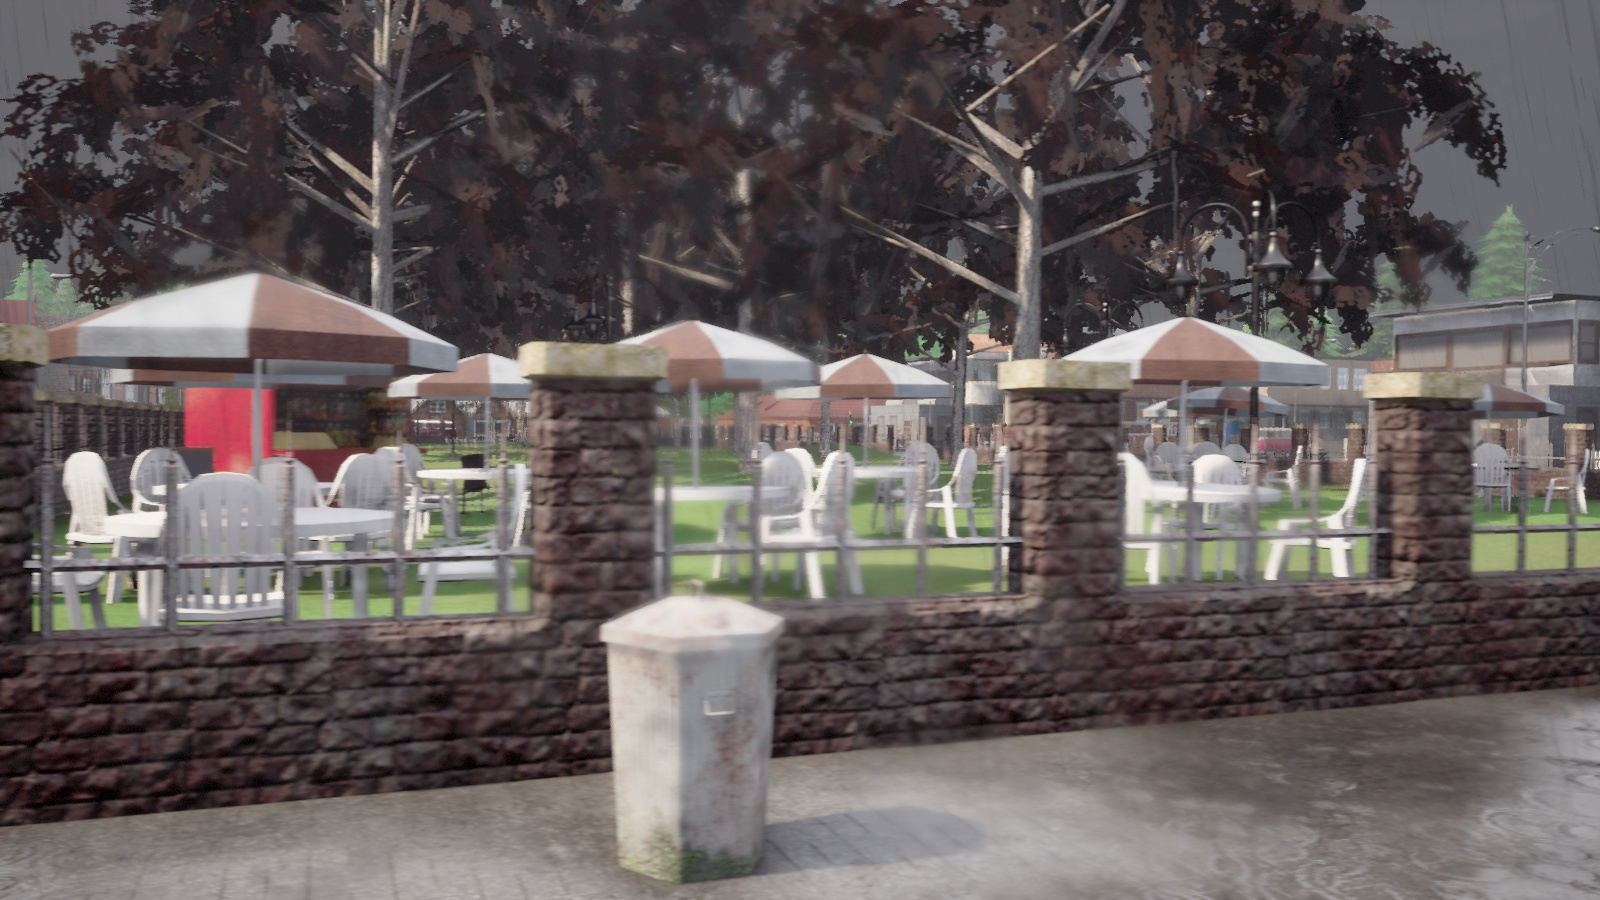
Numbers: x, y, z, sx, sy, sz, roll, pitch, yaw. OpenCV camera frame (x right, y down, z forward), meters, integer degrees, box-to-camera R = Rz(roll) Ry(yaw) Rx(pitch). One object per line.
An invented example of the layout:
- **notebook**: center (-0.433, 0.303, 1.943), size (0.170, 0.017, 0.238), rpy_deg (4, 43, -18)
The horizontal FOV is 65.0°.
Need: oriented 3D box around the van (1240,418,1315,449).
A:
- **van**: center (30.976, -1.092, 81.461), size (4.442, 1.987, 1.775), rpy_deg (-1, 1, -19)
